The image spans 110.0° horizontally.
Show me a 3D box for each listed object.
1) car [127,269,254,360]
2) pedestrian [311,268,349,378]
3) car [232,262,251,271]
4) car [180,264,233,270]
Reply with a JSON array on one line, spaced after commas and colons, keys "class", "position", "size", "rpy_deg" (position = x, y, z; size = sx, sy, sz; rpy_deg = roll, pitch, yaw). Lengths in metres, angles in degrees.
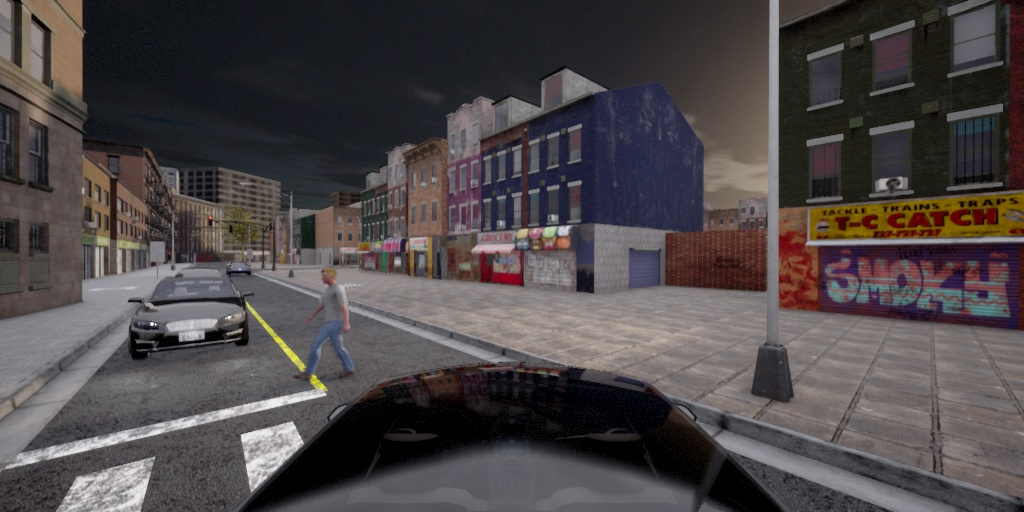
[{"class": "car", "position": [-7.579, 1.240, 8.636], "size": [2.128, 1.511, 4.902], "rpy_deg": [0, 0, -39]}, {"class": "pedestrian", "position": [-2.896, 1.043, 5.703], "size": [0.375, 1.860, 0.375], "rpy_deg": [0, 0, -41]}, {"class": "car", "position": [-29.096, 1.322, 38.158], "size": [1.994, 1.385, 4.181], "rpy_deg": [0, 0, -40]}, {"class": "car", "position": [-13.712, 1.227, 15.753], "size": [1.882, 1.535, 5.008], "rpy_deg": [0, 0, -41]}]
